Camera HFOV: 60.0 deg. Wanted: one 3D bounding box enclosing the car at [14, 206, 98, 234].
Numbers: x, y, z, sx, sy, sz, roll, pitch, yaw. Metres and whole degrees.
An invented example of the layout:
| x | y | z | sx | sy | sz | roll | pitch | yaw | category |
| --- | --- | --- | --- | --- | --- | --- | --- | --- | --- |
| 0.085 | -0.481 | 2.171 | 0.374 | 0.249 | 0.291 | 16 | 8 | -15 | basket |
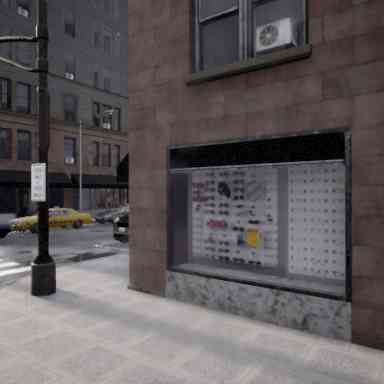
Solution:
| x | y | z | sx | sy | sz | roll | pitch | yaw | category |
| --- | --- | --- | --- | --- | --- | --- | --- | --- | --- |
| -8.261 | 1.554 | 19.713 | 1.752 | 1.417 | 4.829 | 0 | 0 | 35 | car |

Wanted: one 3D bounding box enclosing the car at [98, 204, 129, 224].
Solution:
| x | y | z | sx | sy | sz | roll | pitch | yaw | category |
| --- | --- | --- | --- | --- | --- | --- | --- | --- | --- |
| -5.021 | 1.583 | 24.260 | 2.008 | 1.369 | 4.403 | 0 | 0 | 35 | car |

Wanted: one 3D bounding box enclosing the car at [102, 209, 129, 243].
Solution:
| x | y | z | sx | sy | sz | roll | pitch | yaw | category |
| --- | --- | --- | --- | --- | --- | --- | --- | --- | --- |
| -1.633 | 1.560 | 15.187 | 1.947 | 1.339 | 4.313 | 0 | 0 | 35 | car |

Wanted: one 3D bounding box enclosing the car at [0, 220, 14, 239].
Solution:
| x | y | z | sx | sy | sz | roll | pitch | yaw | category |
| --- | --- | --- | --- | --- | --- | --- | --- | --- | --- |
| -10.174 | 1.615 | 13.435 | 1.895 | 1.301 | 4.718 | 0 | 0 | 44 | car |
